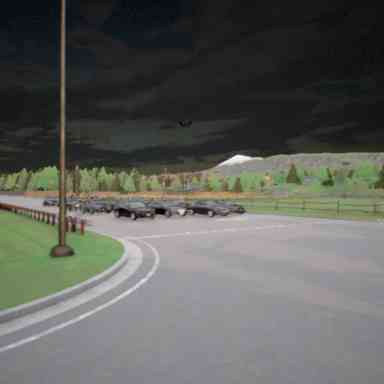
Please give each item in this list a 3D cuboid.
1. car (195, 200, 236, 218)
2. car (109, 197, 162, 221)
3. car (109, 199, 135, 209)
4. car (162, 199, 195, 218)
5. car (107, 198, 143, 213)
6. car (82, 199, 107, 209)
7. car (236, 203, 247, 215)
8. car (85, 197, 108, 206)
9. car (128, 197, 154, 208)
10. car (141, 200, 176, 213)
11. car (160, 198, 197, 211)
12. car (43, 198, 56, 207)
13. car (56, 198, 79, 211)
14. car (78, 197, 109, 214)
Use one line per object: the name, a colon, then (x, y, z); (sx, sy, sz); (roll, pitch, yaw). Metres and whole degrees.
car: (1.490, 1.524, 31.010); (1.837, 1.490, 4.892); (0, 0, -36)
car: (-4.819, 1.488, 27.784); (1.882, 1.535, 5.008); (0, 0, -36)
car: (-9.896, 1.617, 46.833); (1.895, 1.301, 4.718); (0, 0, -35)
car: (-2.289, 1.506, 30.259); (2.128, 1.511, 4.902); (0, 0, -36)
car: (-7.687, 1.505, 37.728); (2.128, 1.511, 4.902); (0, 0, -36)
car: (-13.545, 1.613, 45.879); (1.895, 1.301, 4.718); (0, 0, -35)
car: (3.599, 1.587, 34.067); (1.994, 1.385, 4.181); (0, 0, -36)
car: (-15.996, 1.562, 55.330); (2.033, 1.411, 5.357); (0, 0, -36)
car: (-7.786, 1.525, 49.957); (1.837, 1.490, 4.892); (0, 0, -36)
car: (-3.937, 1.619, 38.516); (1.895, 1.301, 4.718); (0, 0, -36)
car: (-1.802, 1.569, 41.566); (2.033, 1.411, 5.357); (0, 0, -36)
car: (-21.360, 1.554, 50.801); (2.033, 1.411, 5.357); (0, 0, -36)
car: (-15.195, 1.500, 42.148); (2.128, 1.511, 4.902); (0, 0, -36)
car: (-10.089, 1.574, 35.069); (1.994, 1.385, 4.181); (0, 0, -36)
